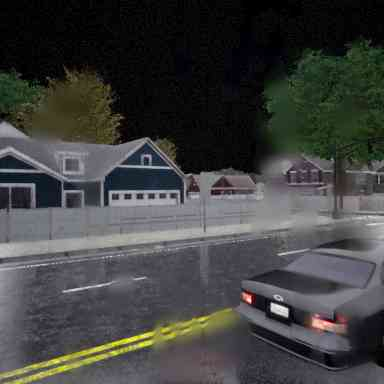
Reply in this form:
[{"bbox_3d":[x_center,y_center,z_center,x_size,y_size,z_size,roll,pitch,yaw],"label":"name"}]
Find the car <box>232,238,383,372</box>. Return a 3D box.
[{"bbox_3d":[3.143,1.539,5.709,5.357,1.411,2.033,0,0,-36],"label":"car"}]
